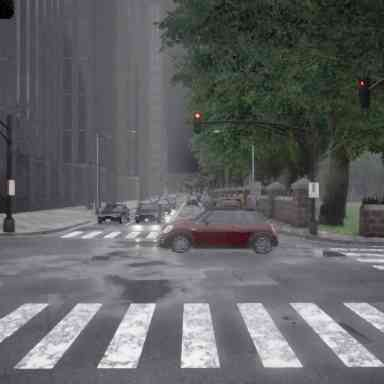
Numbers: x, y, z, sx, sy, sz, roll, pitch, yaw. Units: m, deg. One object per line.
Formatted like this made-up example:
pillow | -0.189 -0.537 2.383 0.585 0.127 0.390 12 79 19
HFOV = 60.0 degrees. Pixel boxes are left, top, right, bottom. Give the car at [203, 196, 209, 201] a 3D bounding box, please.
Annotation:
car | 2.722 1.579 41.478 2.008 1.369 4.403 0 0 0

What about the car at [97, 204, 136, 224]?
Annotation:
car | -5.787 1.576 25.091 1.947 1.339 4.313 0 0 0

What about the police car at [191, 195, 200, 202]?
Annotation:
police car | 0.825 1.495 75.873 1.930 1.638 5.238 0 0 0

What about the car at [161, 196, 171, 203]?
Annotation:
car | -5.837 1.611 74.204 1.887 1.381 4.507 0 0 0

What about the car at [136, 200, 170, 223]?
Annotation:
car | -3.126 1.559 25.610 2.033 1.411 5.357 0 0 0

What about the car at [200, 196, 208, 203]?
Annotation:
car | 2.688 1.592 74.387 1.752 1.417 4.829 0 0 0

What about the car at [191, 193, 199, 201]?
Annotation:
car | 0.809 1.319 91.794 2.150 2.045 5.566 0 0 0

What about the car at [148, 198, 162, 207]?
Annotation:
car | -5.814 1.622 52.376 1.802 1.307 4.206 0 0 0

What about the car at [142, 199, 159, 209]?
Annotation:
car | -5.809 1.616 46.919 1.802 1.307 4.206 0 0 0

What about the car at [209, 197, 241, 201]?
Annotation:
car | 2.739 1.326 25.109 2.192 1.841 5.009 0 0 0

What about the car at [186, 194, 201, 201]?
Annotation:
car | 0.045 1.569 55.252 1.812 1.442 4.674 0 0 0

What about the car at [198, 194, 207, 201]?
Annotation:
car | 2.677 1.399 85.131 2.192 1.841 5.009 0 0 0

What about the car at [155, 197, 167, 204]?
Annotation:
car | -5.825 1.635 63.291 1.802 1.307 4.206 0 0 0

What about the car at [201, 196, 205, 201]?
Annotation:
car | 2.716 1.585 46.935 2.008 1.369 4.403 0 0 0

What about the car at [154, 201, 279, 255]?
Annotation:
car | 0.989 1.399 13.167 4.553 1.767 2.097 1 0 0

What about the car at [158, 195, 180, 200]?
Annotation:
car | -3.135 1.524 45.514 2.128 1.511 4.902 0 0 0

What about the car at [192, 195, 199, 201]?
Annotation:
car | 0.814 1.591 85.763 1.837 1.490 4.892 0 0 0

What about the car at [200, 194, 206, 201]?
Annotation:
car | 2.711 1.481 52.392 1.967 1.590 4.097 0 0 0

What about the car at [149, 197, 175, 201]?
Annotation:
car | -3.121 1.547 35.247 1.812 1.442 4.674 0 0 0

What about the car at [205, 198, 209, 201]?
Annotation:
car | 2.727 1.588 36.022 1.947 1.339 4.313 0 0 0

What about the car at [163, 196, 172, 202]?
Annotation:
car | -5.842 1.620 79.662 1.887 1.381 4.507 0 0 0

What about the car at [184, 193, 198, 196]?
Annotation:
car | 0.025 1.407 65.015 2.097 1.767 4.553 0 0 0
